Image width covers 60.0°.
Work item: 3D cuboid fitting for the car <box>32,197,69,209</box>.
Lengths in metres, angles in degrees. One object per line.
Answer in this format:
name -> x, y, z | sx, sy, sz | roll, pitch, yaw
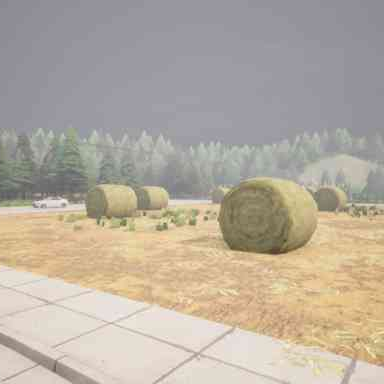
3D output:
car -> -18.441, 1.391, 43.483 | 1.812, 1.442, 4.674 | 0, 0, 36
